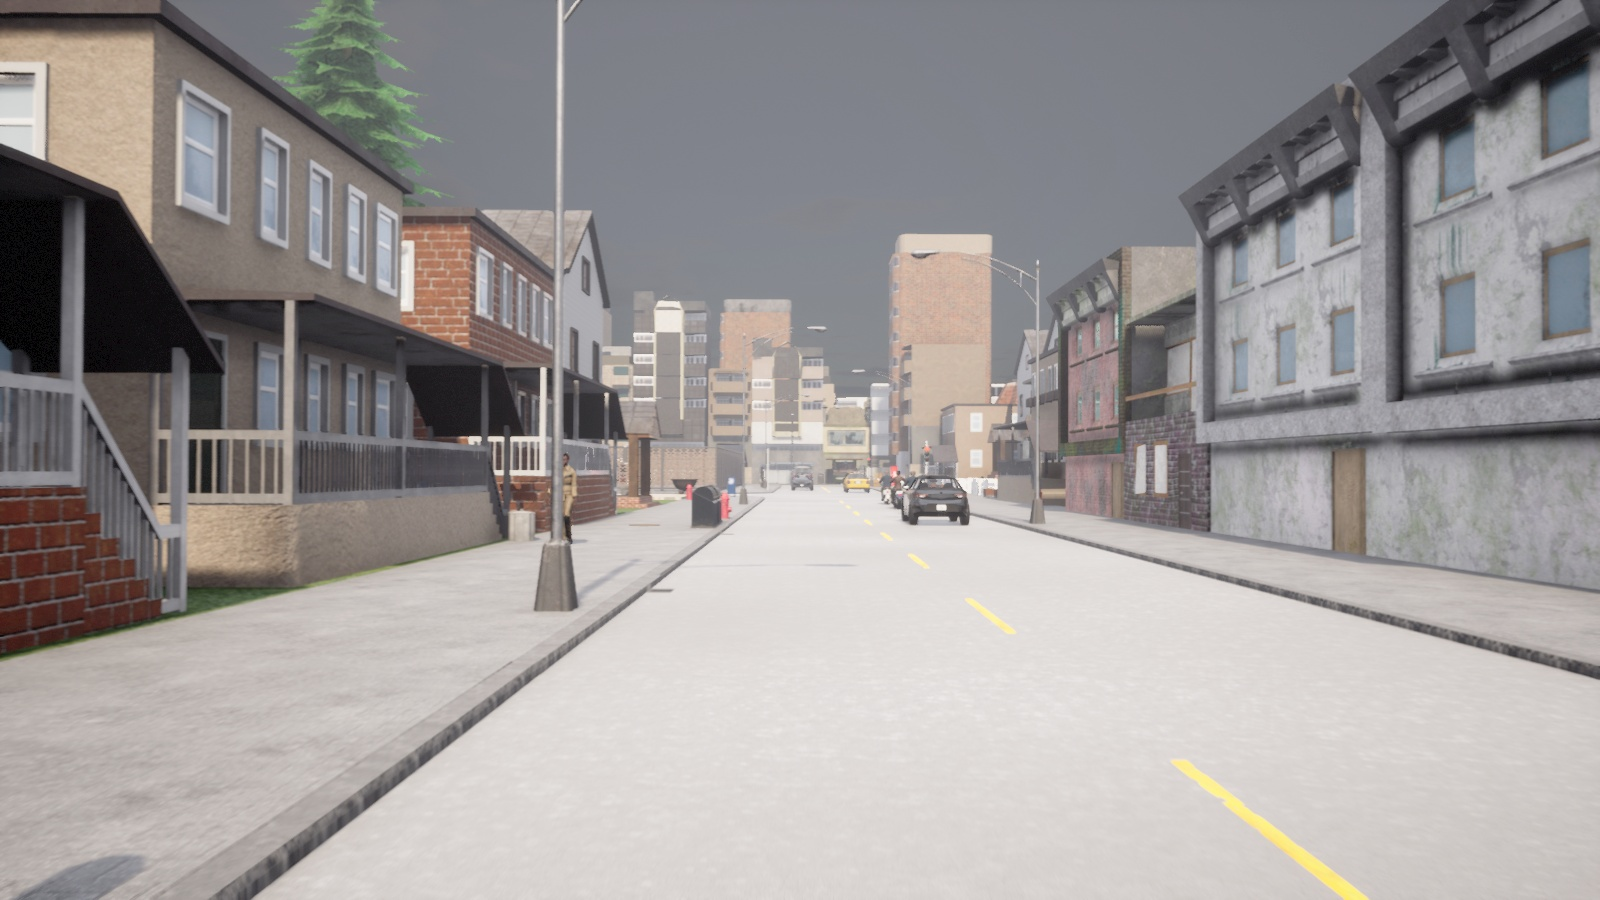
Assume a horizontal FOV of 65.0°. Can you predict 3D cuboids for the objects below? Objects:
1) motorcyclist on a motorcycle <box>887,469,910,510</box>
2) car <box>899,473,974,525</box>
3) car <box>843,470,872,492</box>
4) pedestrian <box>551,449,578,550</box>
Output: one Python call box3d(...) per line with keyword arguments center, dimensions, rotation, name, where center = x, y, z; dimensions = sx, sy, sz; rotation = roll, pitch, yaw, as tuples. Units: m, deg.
box3d(center=(4.112, 1.627, 52.433), dimensions=(0.766, 1.649, 2.350), rotation=(0, -1, 0), name="motorcyclist on a motorcycle")
box3d(center=(4.081, 1.450, 38.078), dimensions=(1.816, 1.474, 4.193), rotation=(0, -1, 0), name="car")
box3d(center=(4.230, 2.295, 93.005), dimensions=(1.801, 1.575, 5.366), rotation=(0, -1, 0), name="car")
box3d(center=(-4.571, 0.951, 24.411), dimensions=(0.396, 1.930, 0.692), rotation=(0, -1, 0), name="pedestrian")
